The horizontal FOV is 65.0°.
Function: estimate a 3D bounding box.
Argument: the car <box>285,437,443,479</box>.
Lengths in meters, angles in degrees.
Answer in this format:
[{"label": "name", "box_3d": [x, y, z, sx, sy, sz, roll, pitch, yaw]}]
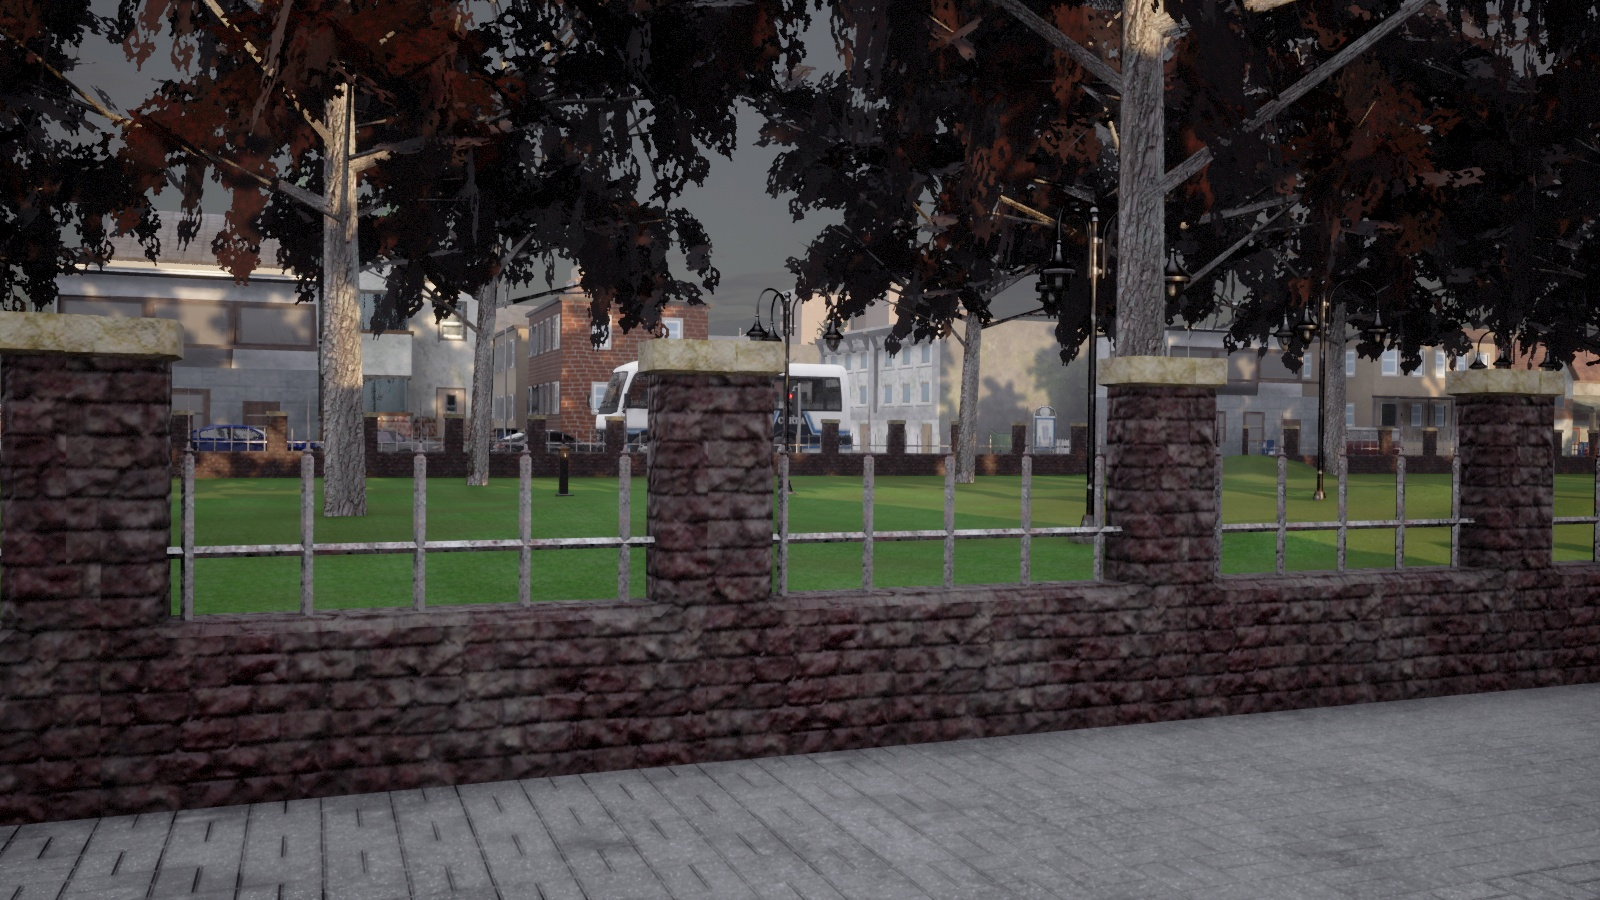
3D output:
[{"label": "car", "box_3d": [-16.004, 0.267, 46.188, 5.357, 1.411, 2.033, -1, 1, -22]}]

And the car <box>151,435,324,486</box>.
[{"label": "car", "box_3d": [-18.238, 0.307, 40.900, 5.008, 1.535, 1.882, -1, 1, -24]}]

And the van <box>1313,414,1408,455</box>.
[{"label": "van", "box_3d": [28.271, -0.785, 63.343, 4.442, 1.987, 1.775, -1, 1, -21]}]

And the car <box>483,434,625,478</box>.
[{"label": "car", "box_3d": [-8.734, 0.192, 44.624, 4.674, 1.442, 1.812, -1, 1, -24]}]

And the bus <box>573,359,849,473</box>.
[{"label": "bus", "box_3d": [-3.576, -1.359, 50.322, 10.273, 4.253, 3.944, -1, 1, -21]}]
